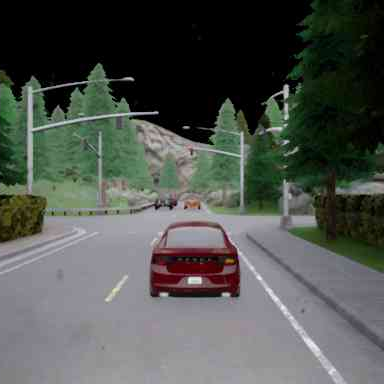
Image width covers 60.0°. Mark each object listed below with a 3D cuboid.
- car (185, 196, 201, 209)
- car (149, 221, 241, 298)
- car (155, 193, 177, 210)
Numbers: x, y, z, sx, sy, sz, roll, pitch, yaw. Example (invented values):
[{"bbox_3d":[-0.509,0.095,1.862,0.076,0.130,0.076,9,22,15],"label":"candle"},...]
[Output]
[{"bbox_3d":[0.092,1.334,45.636,2.097,1.767,4.553,0,0,1],"label":"car"},{"bbox_3d":[0.074,1.474,8.578,1.882,1.535,5.008,0,0,0],"label":"car"},{"bbox_3d":[-3.548,1.205,43.438,2.150,2.045,5.566,0,0,0],"label":"car"}]
